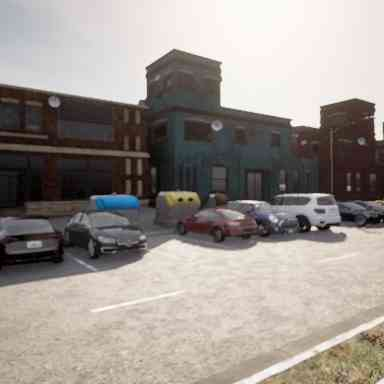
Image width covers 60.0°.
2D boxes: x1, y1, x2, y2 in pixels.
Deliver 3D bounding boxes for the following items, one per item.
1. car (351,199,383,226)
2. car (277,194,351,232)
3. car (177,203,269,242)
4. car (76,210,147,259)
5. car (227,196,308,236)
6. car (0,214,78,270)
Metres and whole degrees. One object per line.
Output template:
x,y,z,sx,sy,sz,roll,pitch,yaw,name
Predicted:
10.275,1.375,22.433,2.163,1.488,4.792,0,0,-35,car
5.706,1.126,19.261,2.435,2.045,5.566,0,0,-35,car
1.090,1.453,15.949,2.002,1.452,4.674,-1,0,-35,car
-3.447,1.453,12.742,2.231,1.521,4.892,-1,0,-35,car
3.410,1.269,17.637,2.185,1.767,4.553,0,0,-35,car
-5.727,1.502,11.152,2.163,1.488,4.792,-1,0,-35,car
